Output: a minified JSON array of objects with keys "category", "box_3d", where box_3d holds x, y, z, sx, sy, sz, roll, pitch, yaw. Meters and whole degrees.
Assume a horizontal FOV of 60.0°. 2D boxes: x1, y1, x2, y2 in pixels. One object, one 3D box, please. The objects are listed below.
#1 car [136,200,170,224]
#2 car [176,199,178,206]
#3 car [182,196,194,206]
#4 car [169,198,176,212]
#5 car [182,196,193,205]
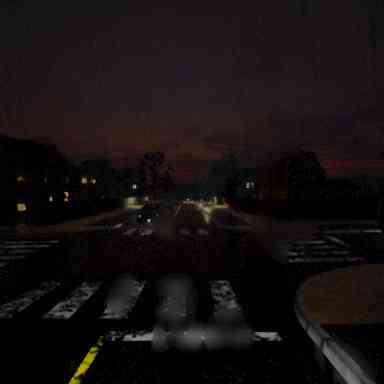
[{"category":"car","box_3d":[-3.010,1.579,25.454,2.033,1.411,5.357,0,0,-1]},{"category":"car","box_3d":[-3.488,1.763,60.702,2.033,1.411,5.357,0,0,-1]},{"category":"car","box_3d":[-0.673,1.785,56.902,1.895,1.301,4.718,0,0,-1]},{"category":"car","box_3d":[-3.230,1.641,39.138,1.994,1.385,4.181,0,0,-1]},{"category":"car","box_3d":[-0.854,1.619,66.871,2.097,1.767,4.553,0,0,-2]}]
